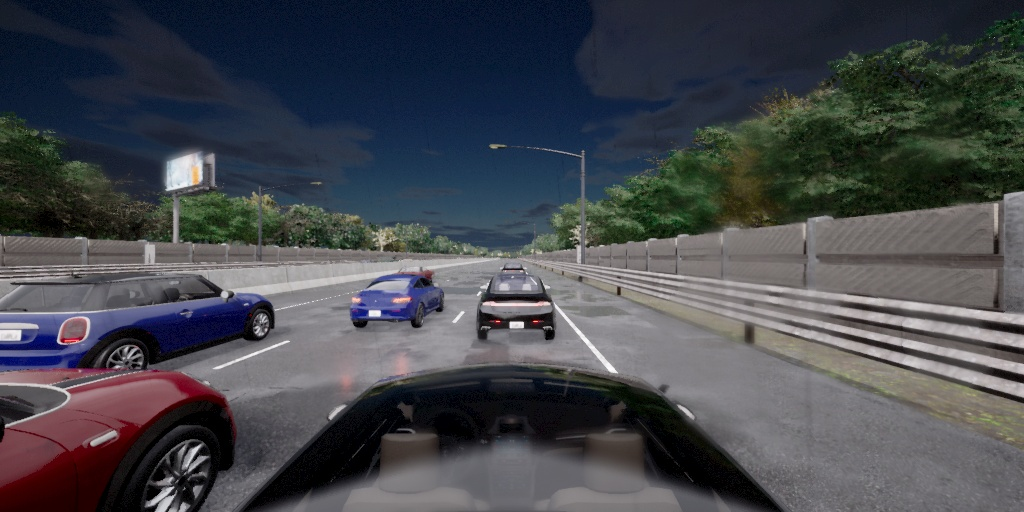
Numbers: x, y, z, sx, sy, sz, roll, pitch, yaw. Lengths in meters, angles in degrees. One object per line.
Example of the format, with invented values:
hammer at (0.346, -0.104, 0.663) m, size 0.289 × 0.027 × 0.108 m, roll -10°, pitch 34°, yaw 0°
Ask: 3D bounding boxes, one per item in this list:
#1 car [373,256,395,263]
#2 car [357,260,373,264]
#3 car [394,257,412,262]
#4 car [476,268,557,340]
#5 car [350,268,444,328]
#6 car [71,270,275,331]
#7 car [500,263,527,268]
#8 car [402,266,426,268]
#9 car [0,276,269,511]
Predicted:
car at (-21.004, 1.077, 60.835) m, size 2.150 × 2.045 × 5.566 m, roll 0°, pitch 0°, yaw 0°
car at (-24.506, 1.357, 60.507) m, size 2.128 × 1.511 × 4.902 m, roll 0°, pitch 0°, yaw 0°
car at (-17.514, 1.339, 59.651) m, size 1.882 × 1.535 × 5.008 m, roll 0°, pitch -1°, yaw 0°
car at (0.100, 1.245, 9.978) m, size 2.128 × 1.511 × 4.902 m, roll 0°, pitch 0°, yaw 0°
car at (-3.405, 1.280, 11.295) m, size 1.812 × 1.442 × 4.674 m, roll 0°, pitch 0°, yaw 1°
car at (-6.896, 1.104, 7.022) m, size 2.097 × 1.767 × 4.553 m, roll 0°, pitch 0°, yaw -1°
car at (0.094, 1.264, 27.217) m, size 2.128 × 1.511 × 4.902 m, roll 0°, pitch 0°, yaw 0°
car at (-6.905, 1.371, 25.639) m, size 1.895 × 1.301 × 4.718 m, roll 0°, pitch 0°, yaw 1°
car at (-3.405, 1.103, 1.176) m, size 2.097 × 1.767 × 4.553 m, roll 0°, pitch 0°, yaw 0°
